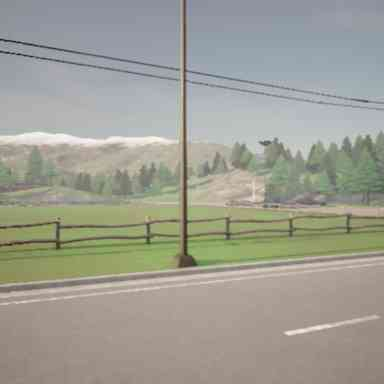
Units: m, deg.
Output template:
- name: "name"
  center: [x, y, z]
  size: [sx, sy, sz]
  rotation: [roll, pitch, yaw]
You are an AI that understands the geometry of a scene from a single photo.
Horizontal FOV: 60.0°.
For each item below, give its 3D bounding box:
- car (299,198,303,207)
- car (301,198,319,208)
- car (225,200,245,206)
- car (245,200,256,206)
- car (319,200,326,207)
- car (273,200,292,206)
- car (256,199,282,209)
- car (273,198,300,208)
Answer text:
- name: "car"
  center: [20.636, 2.570, 70.946]
  size: [2.128, 1.511, 4.902]
  rotation: [0, -1, -22]
- name: "car"
  center: [24.004, 2.277, 71.951]
  size: [2.150, 2.045, 5.566]
  rotation: [0, -1, -22]
- name: "car"
  center: [9.854, 2.682, 79.217]
  size: [2.033, 1.411, 5.357]
  rotation: [0, -1, -22]
- name: "car"
  center: [13.110, 2.696, 80.500]
  size: [2.033, 1.411, 5.357]
  rotation: [0, -1, -22]
- name: "car"
  center: [27.271, 2.564, 73.203]
  size: [1.837, 1.490, 4.892]
  rotation: [0, -1, -22]
- name: "car"
  center: [22.880, 2.730, 84.348]
  size: [2.033, 1.411, 5.357]
  rotation: [0, -1, -22]
- name: "car"
  center: [15.224, 2.540, 65.598]
  size: [1.994, 1.385, 4.181]
  rotation: [0, -1, -21]
- name: "car"
  center: [18.578, 2.532, 66.626]
  size: [2.033, 1.411, 5.357]
  rotation: [0, -1, -21]
